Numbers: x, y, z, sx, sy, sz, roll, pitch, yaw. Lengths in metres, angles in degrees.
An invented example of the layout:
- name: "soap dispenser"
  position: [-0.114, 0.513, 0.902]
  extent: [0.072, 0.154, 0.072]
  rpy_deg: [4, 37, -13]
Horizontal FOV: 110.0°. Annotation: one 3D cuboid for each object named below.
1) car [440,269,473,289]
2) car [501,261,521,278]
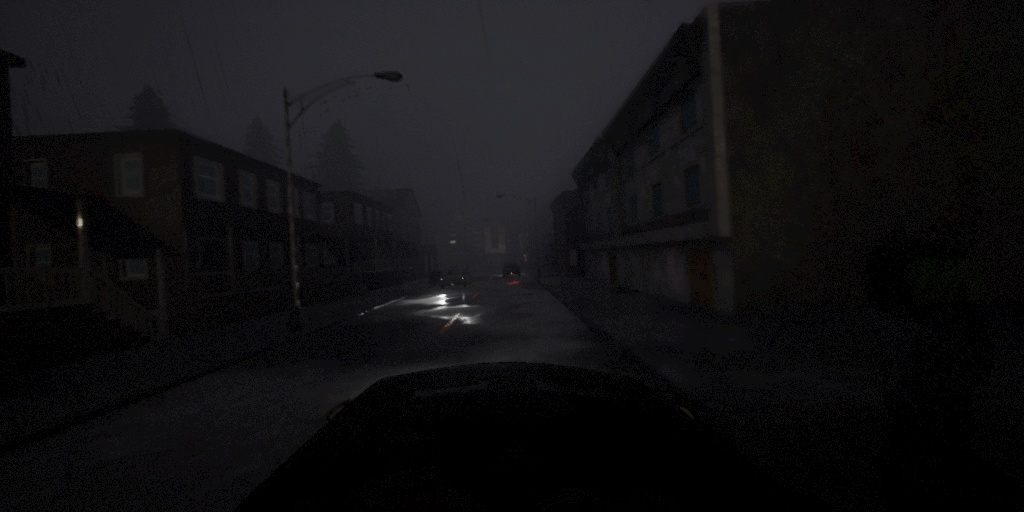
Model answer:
- name: "car"
  position: [-4.109, 1.638, 26.755]
  extent: [1.895, 1.301, 4.718]
  rpy_deg: [-3, 0, 0]
- name: "car"
  position: [-0.064, 1.383, 36.718]
  extent: [1.837, 1.490, 4.892]
  rpy_deg: [-3, 0, 0]
